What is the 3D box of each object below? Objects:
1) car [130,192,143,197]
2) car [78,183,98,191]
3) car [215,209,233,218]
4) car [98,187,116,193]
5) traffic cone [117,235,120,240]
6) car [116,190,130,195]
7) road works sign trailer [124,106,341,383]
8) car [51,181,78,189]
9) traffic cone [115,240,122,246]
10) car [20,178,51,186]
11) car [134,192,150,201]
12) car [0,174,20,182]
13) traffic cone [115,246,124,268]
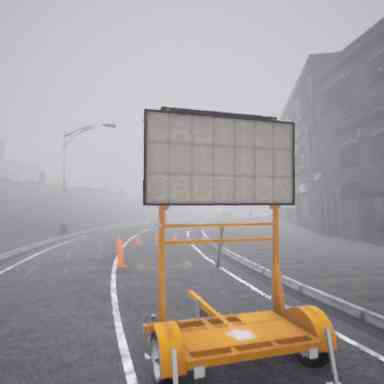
[{"bbox_3d":[-14.027,0.699,76.215,2.231,1.521,4.892,-3,-5,20],"label":"car"},{"bbox_3d":[-19.992,-0.688,60.714,2.185,1.767,4.553,-3,-5,23],"label":"car"},{"bbox_3d":[5.693,3.832,59.513,2.128,1.511,4.902,-4,-4,28],"label":"car"},{"bbox_3d":[-17.836,-0.106,65.991,2.163,1.488,4.792,-3,-5,22],"label":"car"},{"bbox_3d":[-3.355,2.398,15.347,0.340,0.580,0.340,0,-2,-13],"label":"traffic cone"},{"bbox_3d":[-15.859,0.321,71.127,2.002,1.452,4.674,-3,-5,21],"label":"car"},{"bbox_3d":[0.393,0.602,5.065,2.380,3.560,2.880,1,-1,-18],"label":"road works sign trailer"},{"bbox_3d":[-22.186,-0.968,55.650,2.097,1.535,5.008,-3,-6,24],"label":"car"},{"bbox_3d":[-2.900,2.333,13.400,0.340,0.580,0.340,0,-2,-13],"label":"traffic cone"},{"bbox_3d":[-24.500,-1.328,50.620,2.002,1.452,4.674,-3,-6,26],"label":"car"},{"bbox_3d":[-12.244,1.031,81.553,2.185,1.767,4.553,-3,-6,18],"label":"car"},{"bbox_3d":[-26.923,-1.757,45.647,2.231,1.521,4.892,-4,-5,27],"label":"car"},{"bbox_3d":[-2.445,2.272,11.453,0.340,0.580,0.340,0,-2,-13],"label":"traffic cone"}]
